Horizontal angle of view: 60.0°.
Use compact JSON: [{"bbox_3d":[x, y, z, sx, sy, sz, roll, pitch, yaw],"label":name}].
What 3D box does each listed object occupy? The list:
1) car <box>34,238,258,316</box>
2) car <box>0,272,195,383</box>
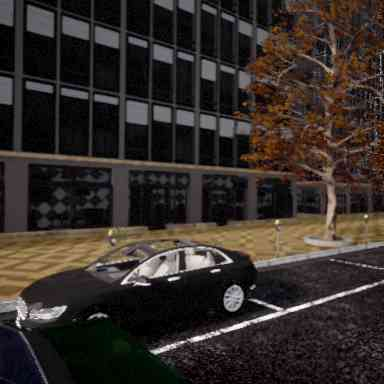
[{"bbox_3d":[-0.708,1.581,6.055,4.403,1.369,2.008,1,0,-36],"label":"car"},{"bbox_3d":[-2.292,1.591,1.742,4.718,1.301,1.895,1,0,-36],"label":"car"}]
